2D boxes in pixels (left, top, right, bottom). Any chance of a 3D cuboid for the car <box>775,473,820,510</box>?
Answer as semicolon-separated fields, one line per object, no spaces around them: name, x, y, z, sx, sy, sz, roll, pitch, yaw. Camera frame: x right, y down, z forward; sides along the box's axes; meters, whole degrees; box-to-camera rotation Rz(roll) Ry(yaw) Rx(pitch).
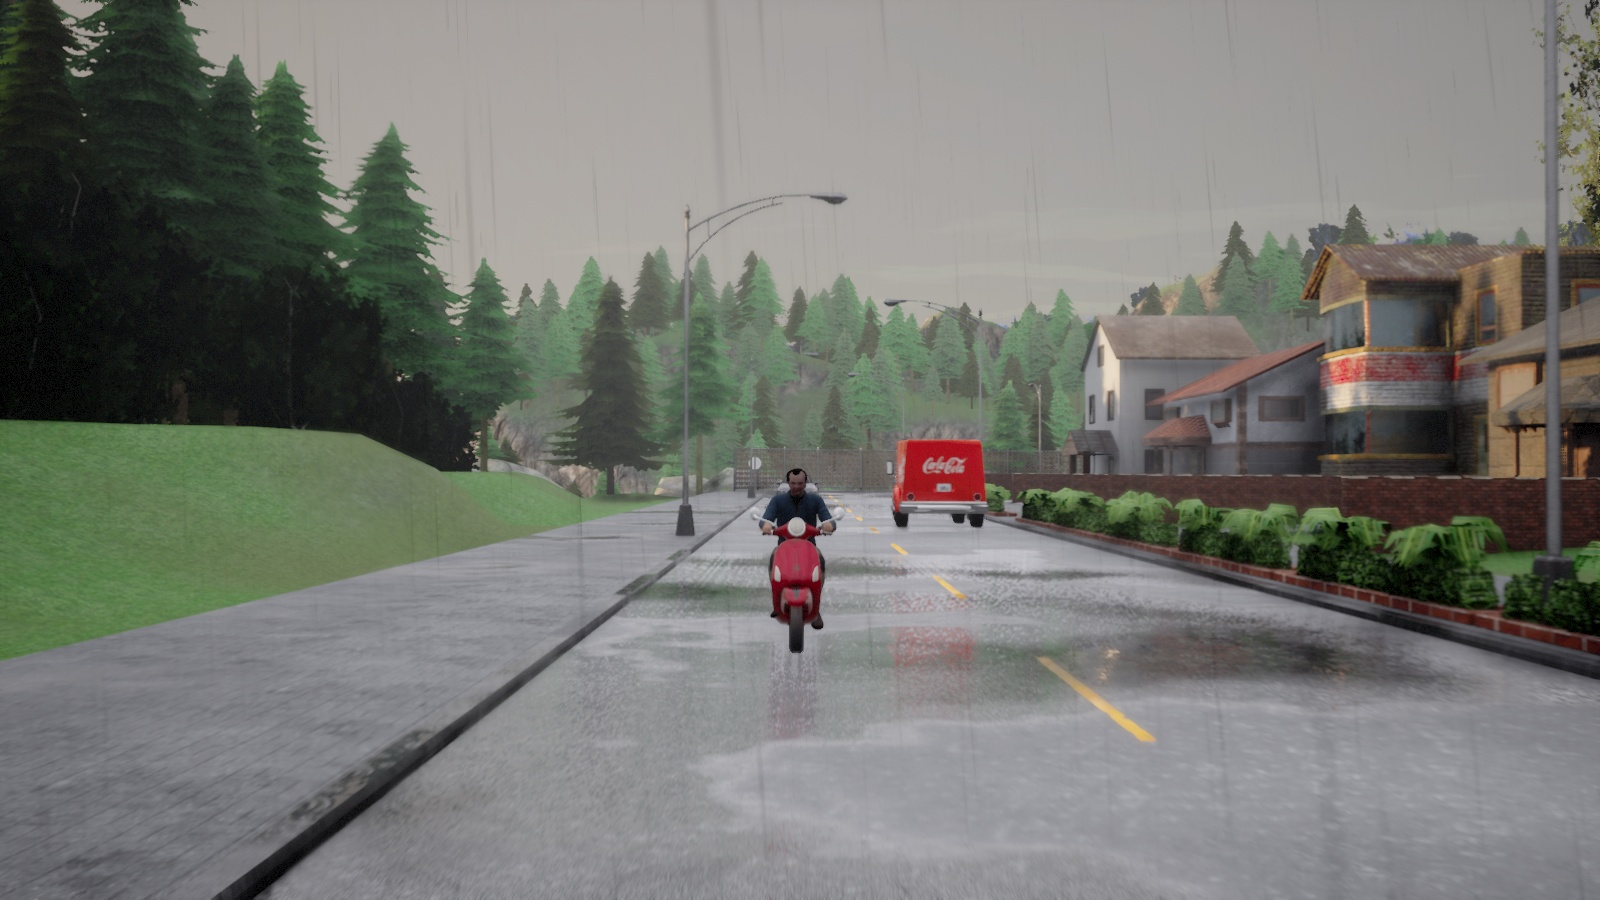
car;-0.091;1.715;52.984;1.816;1.474;4.193;0;-1;0

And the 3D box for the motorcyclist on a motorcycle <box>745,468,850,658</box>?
motorcyclist on a motorcycle;-0.023;0.959;11.416;0.866;1.590;1.817;0;-1;0

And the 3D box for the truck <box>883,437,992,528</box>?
truck;3.933;0.931;36.945;2.627;2.467;5.204;0;-1;0
